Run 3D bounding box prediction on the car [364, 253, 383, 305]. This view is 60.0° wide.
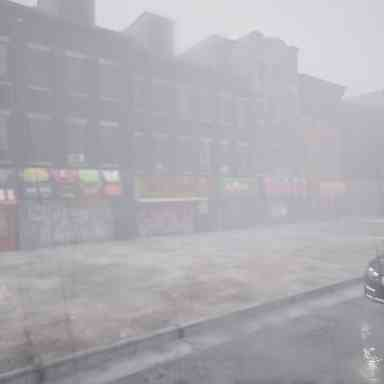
[{"bbox_3d":[5.530,1.488,7.004,4.902,1.511,2.128,0,0,-35],"label":"car"}]
